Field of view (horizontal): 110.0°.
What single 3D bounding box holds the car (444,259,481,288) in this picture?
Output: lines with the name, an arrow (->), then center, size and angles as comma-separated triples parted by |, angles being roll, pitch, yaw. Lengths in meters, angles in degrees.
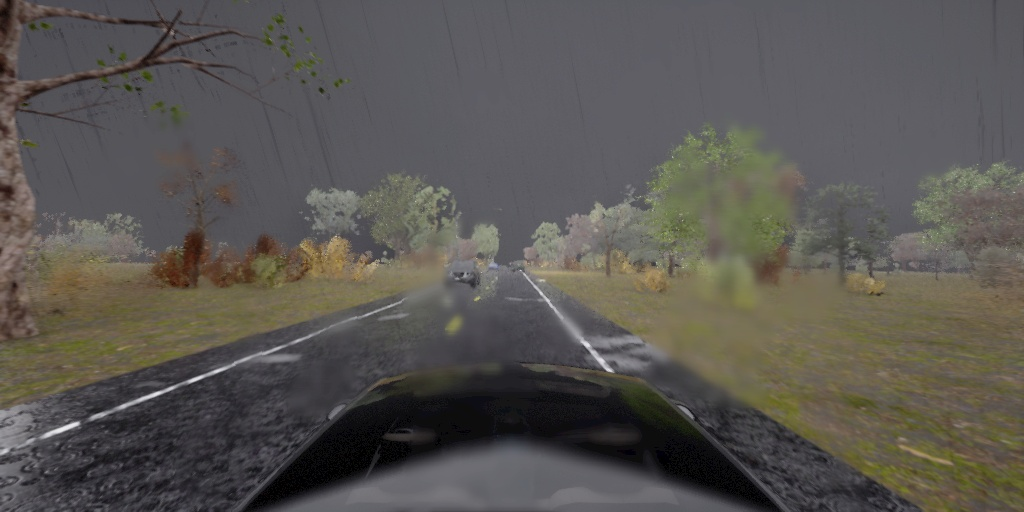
car -> -3.596, 1.271, 26.941 | 2.150, 2.045, 5.566 | 0, -1, 0

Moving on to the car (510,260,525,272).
car -> 1.233, 1.804, 65.097 | 2.150, 2.045, 5.566 | 0, -1, 0
